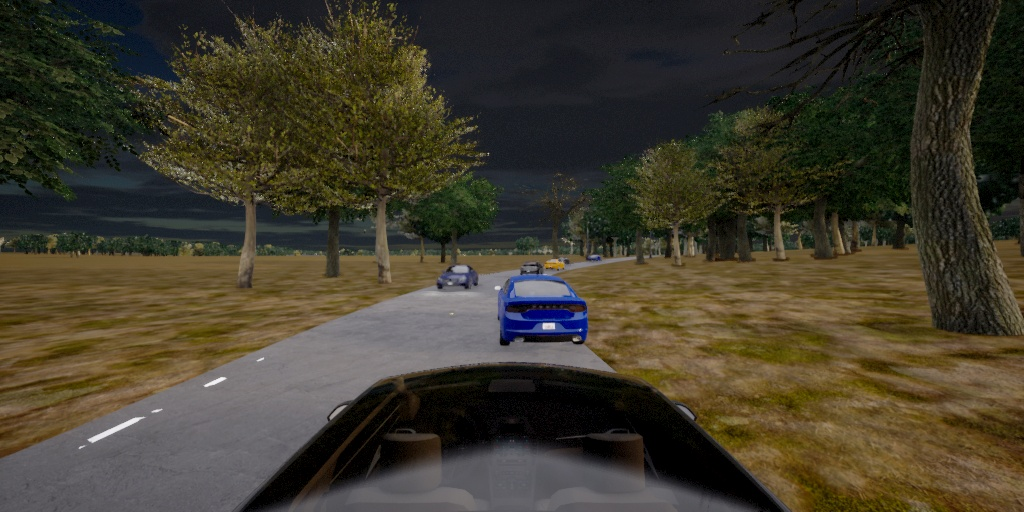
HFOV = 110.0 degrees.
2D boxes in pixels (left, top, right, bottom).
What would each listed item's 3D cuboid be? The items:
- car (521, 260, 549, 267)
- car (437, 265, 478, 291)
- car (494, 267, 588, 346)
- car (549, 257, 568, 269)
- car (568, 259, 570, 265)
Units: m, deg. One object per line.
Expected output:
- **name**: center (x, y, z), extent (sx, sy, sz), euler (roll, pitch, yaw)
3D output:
- **car**: center (2.113, 1.236, 36.316), extent (2.128, 1.511, 4.902), euler (0, 0, 13)
- **car**: center (-3.264, 1.275, 22.307), extent (1.812, 1.442, 4.674), euler (0, 0, 5)
- **car**: center (0.577, 1.228, 9.513), extent (1.882, 1.535, 5.008), euler (0, 0, -3)
- **car**: center (5.775, 1.147, 48.374), extent (1.882, 1.535, 5.008), euler (0, 1, 21)
- **car**: center (8.593, 0.952, 61.965), extent (1.837, 1.490, 4.892), euler (0, 1, 28)
